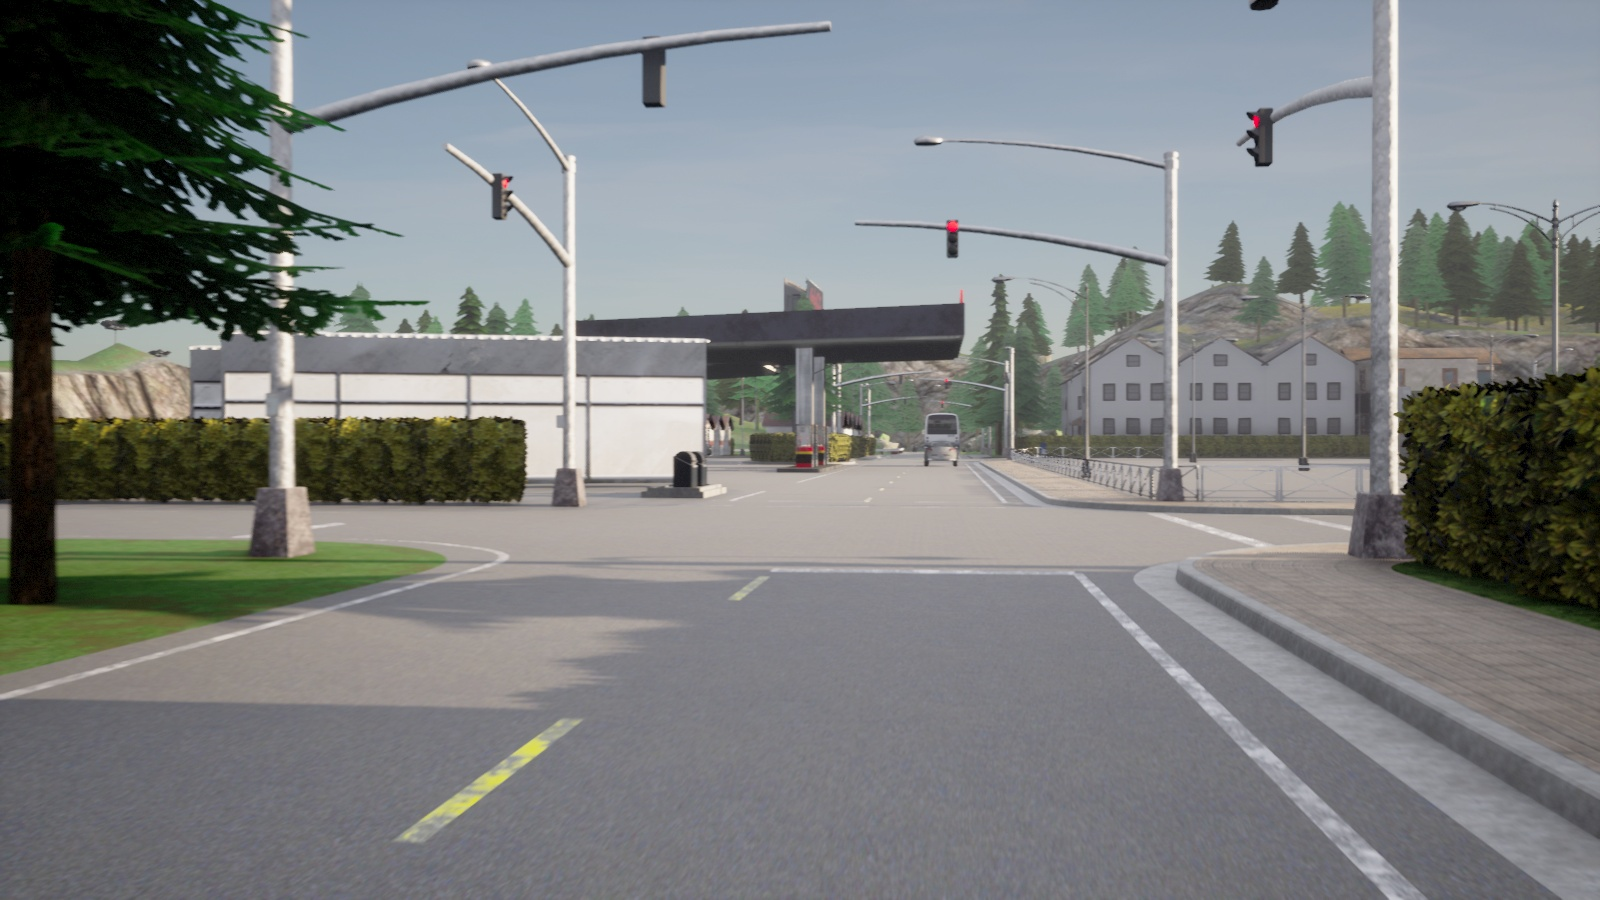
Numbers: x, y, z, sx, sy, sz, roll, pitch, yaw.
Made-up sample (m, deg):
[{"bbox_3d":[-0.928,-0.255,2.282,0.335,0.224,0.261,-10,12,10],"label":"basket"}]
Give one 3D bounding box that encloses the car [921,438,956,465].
[{"bbox_3d":[8.920,0.084,80.653,2.152,1.651,5.027,0,0,6],"label":"car"}]
